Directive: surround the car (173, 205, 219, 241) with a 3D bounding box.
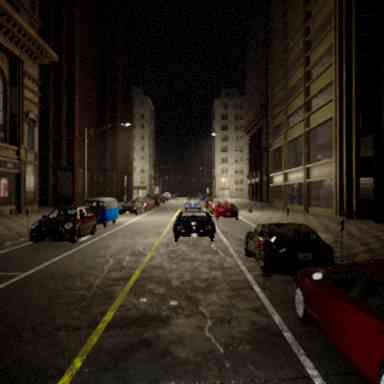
[{"bbox_3d":[0.102,1.557,16.511,1.895,1.301,4.718,0,0,0],"label":"car"}]

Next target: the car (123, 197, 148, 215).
[{"bbox_3d":[-5.843,1.476,32.402,1.947,1.339,4.313,1,0,0],"label":"car"}]

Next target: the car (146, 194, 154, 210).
[{"bbox_3d":[-5.841,1.334,38.026,1.967,1.590,4.097,1,0,0],"label":"car"}]

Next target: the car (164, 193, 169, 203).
[{"bbox_3d":[-5.837,1.264,60.523,1.967,1.590,4.097,1,0,0],"label":"car"}]

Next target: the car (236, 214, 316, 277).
[{"bbox_3d":[2.678,1.540,9.909,1.947,1.339,4.313,1,0,0],"label":"car"}]

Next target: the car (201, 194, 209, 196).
[{"bbox_3d":[2.685,1.409,49.281,2.008,1.369,4.403,1,0,0],"label":"car"}]

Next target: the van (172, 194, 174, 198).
[{"bbox_3d":[-5.832,1.112,77.395,1.690,1.788,3.998,1,0,0],"label":"van"}]

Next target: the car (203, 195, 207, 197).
[{"bbox_3d":[2.684,1.421,43.656,1.887,1.381,4.507,1,0,0],"label":"car"}]

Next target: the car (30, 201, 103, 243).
[{"bbox_3d":[-5.845,1.399,15.528,1.967,1.590,4.097,1,0,0],"label":"car"}]

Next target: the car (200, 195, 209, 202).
[{"bbox_3d":[2.690,1.312,71.949,1.752,1.417,4.829,1,0,0],"label":"car"}]

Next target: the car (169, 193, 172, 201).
[{"bbox_3d":[-5.836,1.370,71.772,1.802,1.307,4.206,1,0,0],"label":"car"}]

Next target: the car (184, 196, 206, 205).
[{"bbox_3d":[0.107,1.445,36.545,2.033,1.411,5.357,0,0,0],"label":"car"}]

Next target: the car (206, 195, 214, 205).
[{"bbox_3d":[2.683,1.350,32.407,1.967,1.590,4.097,1,0,0],"label":"car"}]

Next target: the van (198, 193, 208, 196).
[{"bbox_3d":[2.691,1.147,66.154,1.690,1.788,3.998,1,0,0],"label":"van"}]

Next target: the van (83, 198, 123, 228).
[{"bbox_3d":[-5.843,1.284,21.152,1.690,1.788,3.998,1,0,0],"label":"van"}]

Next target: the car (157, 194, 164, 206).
[{"bbox_3d":[-5.837,1.174,49.274,2.192,1.841,5.009,1,0,0],"label":"car"}]

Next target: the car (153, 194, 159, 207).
[{"bbox_3d":[-5.841,1.402,43.480,1.752,1.417,4.829,1,0,0],"label":"car"}]

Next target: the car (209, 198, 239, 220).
[{"bbox_3d":[2.682,1.471,26.783,1.887,1.381,4.507,1,0,0],"label":"car"}]

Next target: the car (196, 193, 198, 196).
[{"bbox_3d":[2.693,1.085,77.404,2.192,1.841,5.009,1,0,0],"label":"car"}]

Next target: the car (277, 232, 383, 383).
[{"bbox_3d":[2.677,1.534,4.284,1.887,1.381,4.507,1,0,0],"label":"car"}]
